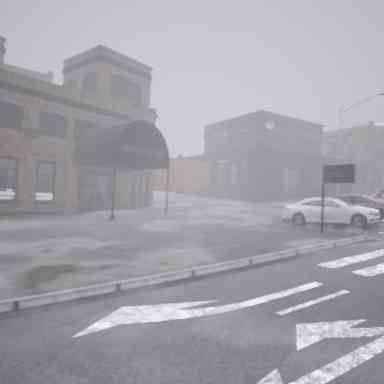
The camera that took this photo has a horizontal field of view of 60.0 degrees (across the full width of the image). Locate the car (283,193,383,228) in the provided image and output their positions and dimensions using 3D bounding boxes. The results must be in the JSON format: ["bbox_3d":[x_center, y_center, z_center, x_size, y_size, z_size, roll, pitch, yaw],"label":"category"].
[{"bbox_3d":[7.089,0.993,17.247,4.674,1.452,2.002,-1,1,37],"label":"car"}]

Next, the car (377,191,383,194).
[{"bbox_3d":[9.578,0.869,18.848,4.792,1.488,2.163,-1,1,37],"label":"car"}]
